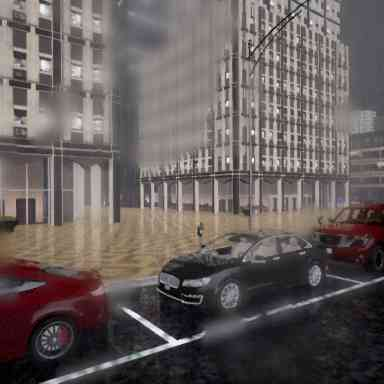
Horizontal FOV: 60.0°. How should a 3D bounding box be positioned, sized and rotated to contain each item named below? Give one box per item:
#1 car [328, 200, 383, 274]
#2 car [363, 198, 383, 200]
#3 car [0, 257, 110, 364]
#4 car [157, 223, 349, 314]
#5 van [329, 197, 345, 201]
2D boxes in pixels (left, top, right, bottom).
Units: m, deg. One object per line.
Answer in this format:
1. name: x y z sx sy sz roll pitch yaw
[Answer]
1. car: 5.814 1.314 10.717 5.009 1.841 2.192 0 0 -36
2. car: 40.522 2.152 75.645 1.887 1.381 4.507 -1 0 -36
3. car: -3.185 1.581 4.295 4.206 1.307 1.802 0 0 -35
4. car: 1.315 1.550 7.506 4.403 1.369 2.008 0 0 -35
5. van: 35.601 2.072 82.530 1.690 1.788 3.998 -1 0 -36
